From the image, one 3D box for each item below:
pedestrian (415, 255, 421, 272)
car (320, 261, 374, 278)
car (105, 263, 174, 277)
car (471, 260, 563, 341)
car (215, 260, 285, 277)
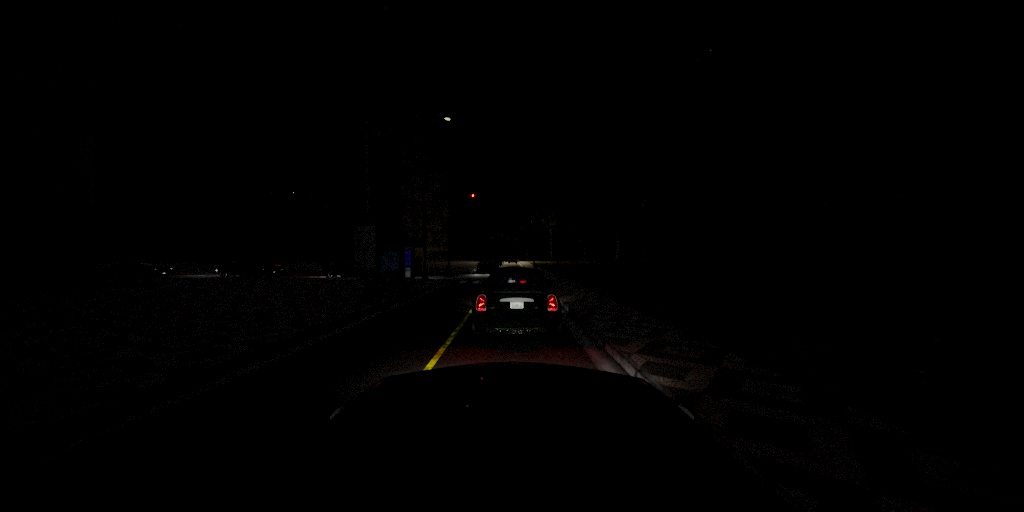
[{"bbox_3d":[-9.980,0.800,38.122,0.375,1.860,0.375,0,0,2],"label":"pedestrian"},{"bbox_3d":[-14.453,1.192,32.014,4.902,1.511,2.128,0,1,2],"label":"car"},{"bbox_3d":[-33.723,1.247,32.563,4.718,1.301,1.895,0,1,2],"label":"car"},{"bbox_3d":[0.114,1.099,9.972,2.097,1.767,4.553,0,0,0],"label":"car"},{"bbox_3d":[-23.825,1.166,32.278,4.902,1.511,2.128,0,1,2],"label":"car"}]
